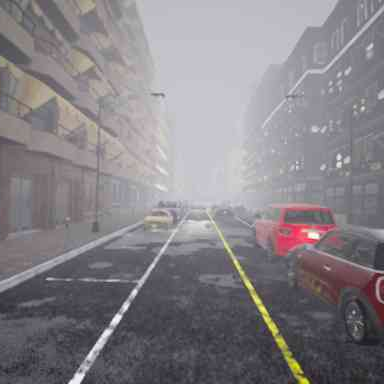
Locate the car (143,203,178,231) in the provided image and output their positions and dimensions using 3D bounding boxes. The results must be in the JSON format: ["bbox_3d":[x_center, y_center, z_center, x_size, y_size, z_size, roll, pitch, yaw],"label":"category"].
[{"bbox_3d":[-2.178,1.751,22.332,1.752,1.417,4.829,3,-1,1],"label":"car"}]

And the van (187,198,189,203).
[{"bbox_3d":[-1.721,1.868,44.620,1.690,1.788,3.998,3,-1,1],"label":"van"}]

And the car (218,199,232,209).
[{"bbox_3d":[6.566,2.332,66.515,2.192,1.841,5.009,2,-1,1],"label":"car"}]

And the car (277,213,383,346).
[{"bbox_3d":[3.496,1.507,6.793,2.097,1.767,4.553,1,-1,-2],"label":"car"}]

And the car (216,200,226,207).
[{"bbox_3d":[6.782,2.629,77.573,1.967,1.590,4.097,2,-1,1],"label":"car"}]

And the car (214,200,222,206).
[{"bbox_3d":[6.998,2.950,88.630,1.802,1.307,4.206,2,-1,1],"label":"car"}]

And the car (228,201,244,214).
[{"bbox_3d":[6.146,2.236,44.395,1.887,1.381,4.507,3,-1,1],"label":"car"}]

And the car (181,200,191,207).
[{"bbox_3d":[-1.176,2.503,72.261,1.947,1.339,4.313,3,-1,1],"label":"car"}]

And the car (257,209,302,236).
[{"bbox_3d":[5.700,1.938,22.277,1.887,1.381,4.507,3,-1,1],"label":"car"}]

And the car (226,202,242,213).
[{"bbox_3d":[6.257,2.316,49.923,1.887,1.381,4.507,3,-1,1],"label":"car"}]

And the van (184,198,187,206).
[{"bbox_3d":[-1.832,1.790,39.089,1.690,1.788,3.998,3,-1,1],"label":"van"}]

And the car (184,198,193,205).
[{"bbox_3d":[-0.832,2.520,88.849,2.192,1.841,5.009,3,-1,1],"label":"car"}]

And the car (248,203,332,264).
[{"bbox_3d":[3.759,1.459,12.900,2.150,2.045,5.566,1,-1,1],"label":"car"}]

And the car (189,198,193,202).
[{"bbox_3d":[-1.498,2.003,55.677,2.192,1.841,5.009,3,-1,1],"label":"car"}]

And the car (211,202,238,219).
[{"bbox_3d":[3.425,2.082,35.820,1.994,1.385,4.181,1,-1,2],"label":"car"}]

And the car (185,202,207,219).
[{"bbox_3d":[0.602,2.035,34.018,1.895,1.301,4.718,1,-1,1],"label":"car"}]

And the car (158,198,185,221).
[{"bbox_3d":[-2.053,1.615,28.034,2.192,1.841,5.009,3,-1,1],"label":"car"}]

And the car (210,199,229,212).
[{"bbox_3d":[3.632,2.177,47.749,2.128,1.511,4.902,1,-1,1],"label":"car"}]

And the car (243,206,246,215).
[{"bbox_3d":[5.811,2.016,27.807,2.008,1.369,4.403,3,-1,1],"label":"car"}]

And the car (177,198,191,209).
[{"bbox_3d":[-1.386,2.085,61.205,2.192,1.841,5.009,3,-1,1],"label":"car"}]
